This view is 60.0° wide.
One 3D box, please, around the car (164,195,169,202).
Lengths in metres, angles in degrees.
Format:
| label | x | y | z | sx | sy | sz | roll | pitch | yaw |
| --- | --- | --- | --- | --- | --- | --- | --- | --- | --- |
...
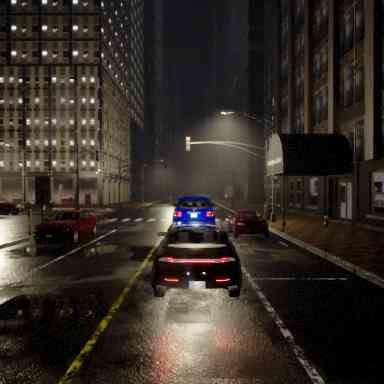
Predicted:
| label | x | y | z | sx | sy | sz | roll | pitch | yaw |
| --- | --- | --- | --- | --- | --- | --- | --- | --- | --- |
| car | -5.665 | 1.524 | 77.825 | 1.887 | 1.381 | 4.507 | 0 | 0 | 0 |

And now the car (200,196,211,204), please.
| label | x | y | z | sx | sy | sz | roll | pitch | yaw |
| --- | --- | --- | --- | --- | --- | --- | --- | --- | --- |
| car | 2.711 | 1.536 | 66.427 | 2.008 | 1.369 | 4.403 | 0 | 0 | 0 |

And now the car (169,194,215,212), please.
| label | x | y | z | sx | sy | sz | roll | pitch | yaw |
| --- | --- | --- | --- | --- | --- | --- | --- | --- | --- |
| car | 0.096 | 1.219 | 18.457 | 2.150 | 2.045 | 5.566 | 0 | 0 | 0 |

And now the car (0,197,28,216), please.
| label | x | y | z | sx | sy | sz | roll | pitch | yaw |
| --- | --- | --- | --- | --- | --- | --- | --- | --- | --- |
| car | -18.597 | 1.308 | 31.109 | 5.009 | 1.841 | 2.192 | 0 | 0 | 1 |

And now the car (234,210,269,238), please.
| label | x | y | z | sx | sy | sz | roll | pitch | yaw |
| --- | --- | --- | --- | --- | --- | --- | --- | --- | --- |
| car | 2.821 | 1.580 | 17.138 | 1.802 | 1.307 | 4.206 | 0 | 0 | 0 |

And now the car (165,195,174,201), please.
| label | x | y | z | sx | sy | sz | roll | pitch | yaw |
| --- | --- | --- | --- | --- | --- | --- | --- | --- | --- |
| car | -5.662 | 1.541 | 83.522 | 1.947 | 1.339 | 4.313 | 0 | 0 | 0 |

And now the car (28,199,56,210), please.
| label | x | y | z | sx | sy | sz | roll | pitch | yaw |
| --- | --- | --- | --- | --- | --- | --- | --- | --- | --- |
| car | -18.507 | 1.498 | 39.491 | 4.403 | 1.369 | 2.008 | 0 | 0 | 1 |

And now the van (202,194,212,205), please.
| label | x | y | z | sx | sy | sz | roll | pitch | yaw |
| --- | --- | --- | --- | --- | --- | --- | --- | --- | --- |
| van | 2.708 | 1.328 | 60.731 | 1.690 | 1.788 | 3.998 | 0 | 0 | 0 |

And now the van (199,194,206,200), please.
| label | x | y | z | sx | sy | sz | roll | pitch | yaw |
| --- | --- | --- | --- | --- | --- | --- | --- | --- | --- |
| van | 2.719 | 1.312 | 89.214 | 1.690 | 1.788 | 3.998 | 0 | 0 | 0 |

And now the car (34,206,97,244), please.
| label | x | y | z | sx | sy | sz | roll | pitch | yaw |
| --- | --- | --- | --- | --- | --- | --- | --- | --- | --- |
| car | -5.819 | 1.543 | 15.765 | 1.887 | 1.381 | 4.507 | 0 | 0 | 0 |

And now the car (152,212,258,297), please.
| label | x | y | z | sx | sy | sz | roll | pitch | yaw |
| --- | --- | --- | --- | --- | --- | --- | --- | --- | --- |
| car | 0.102 | 1.491 | 8.538 | 2.128 | 1.511 | 4.902 | 0 | 0 | 0 |

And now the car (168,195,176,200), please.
| label | x | y | z | sx | sy | sz | roll | pitch | yaw |
| --- | --- | --- | --- | --- | --- | --- | --- | --- | --- |
| car | -5.658 | 1.533 | 94.915 | 1.947 | 1.339 | 4.313 | 0 | 0 | 0 |
